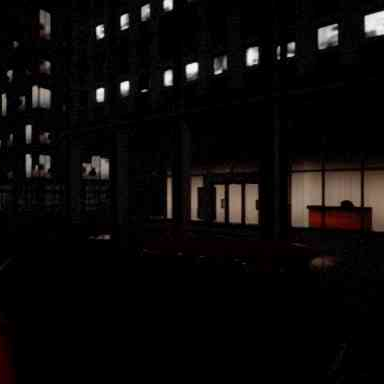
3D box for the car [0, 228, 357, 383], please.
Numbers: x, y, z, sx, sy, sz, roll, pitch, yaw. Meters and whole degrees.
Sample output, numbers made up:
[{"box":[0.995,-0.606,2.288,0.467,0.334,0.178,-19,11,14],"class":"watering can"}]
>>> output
[{"box":[-0.981,1.340,3.565,5.009,1.841,2.192,-1,0,36],"class":"car"}]
